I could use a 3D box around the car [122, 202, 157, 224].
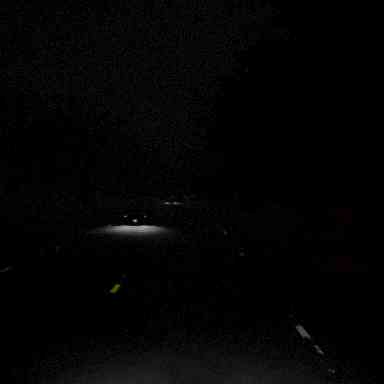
[{"bbox_3d":[-3.609,1.434,23.773,2.033,1.411,5.357,0,0,0],"label":"car"}]

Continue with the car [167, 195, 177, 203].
[{"bbox_3d":[-3.925,1.411,66.054,1.812,1.442,4.674,0,0,-1],"label":"car"}]

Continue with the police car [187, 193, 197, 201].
[{"bbox_3d":[0.240,1.397,85.664,1.930,1.638,5.238,0,0,-1],"label":"police car"}]
